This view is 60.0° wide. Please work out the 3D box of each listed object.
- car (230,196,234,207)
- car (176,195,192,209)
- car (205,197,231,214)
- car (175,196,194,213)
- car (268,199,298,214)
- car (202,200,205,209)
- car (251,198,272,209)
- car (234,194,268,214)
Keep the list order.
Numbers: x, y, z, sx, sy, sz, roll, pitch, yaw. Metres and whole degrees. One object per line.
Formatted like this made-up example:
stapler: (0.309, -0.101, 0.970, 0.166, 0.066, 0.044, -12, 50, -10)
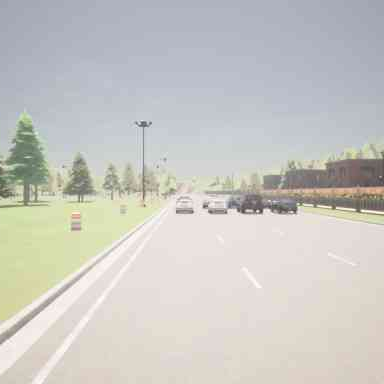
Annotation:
car: (5.920, 1.351, 46.298, 2.097, 1.767, 4.553, 0, 0, -1)
car: (-1.079, 1.351, 46.264, 2.097, 1.767, 4.553, 0, 0, -1)
car: (2.717, 1.525, 35.679, 1.812, 1.442, 4.674, 0, 0, -1)
car: (-0.798, 1.525, 36.253, 1.812, 1.442, 4.674, 0, 0, -1)
car: (9.718, 1.491, 35.428, 2.128, 1.511, 4.902, 0, 0, -1)
car: (2.424, 1.600, 45.788, 1.895, 1.301, 4.718, 0, 0, -1)
car: (9.432, 1.563, 45.417, 1.994, 1.385, 4.181, 0, 0, -1)
car: (6.204, 1.221, 35.822, 2.150, 2.045, 5.566, 0, 0, 0)
